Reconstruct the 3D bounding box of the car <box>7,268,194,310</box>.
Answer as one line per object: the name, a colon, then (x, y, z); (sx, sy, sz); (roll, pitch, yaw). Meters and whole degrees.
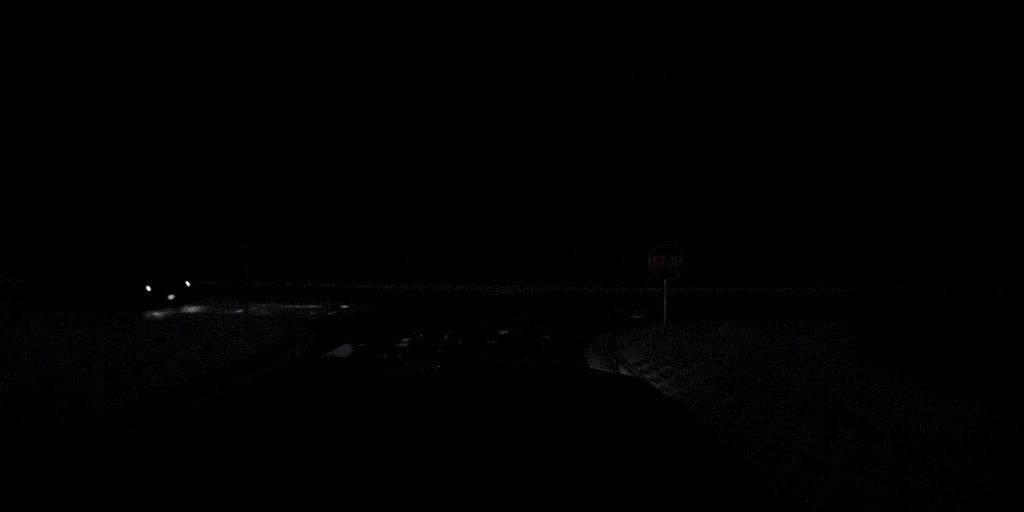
car: (-14.198, 1.088, 12.614); (4.718, 1.301, 1.895); (1, 2, 0)
